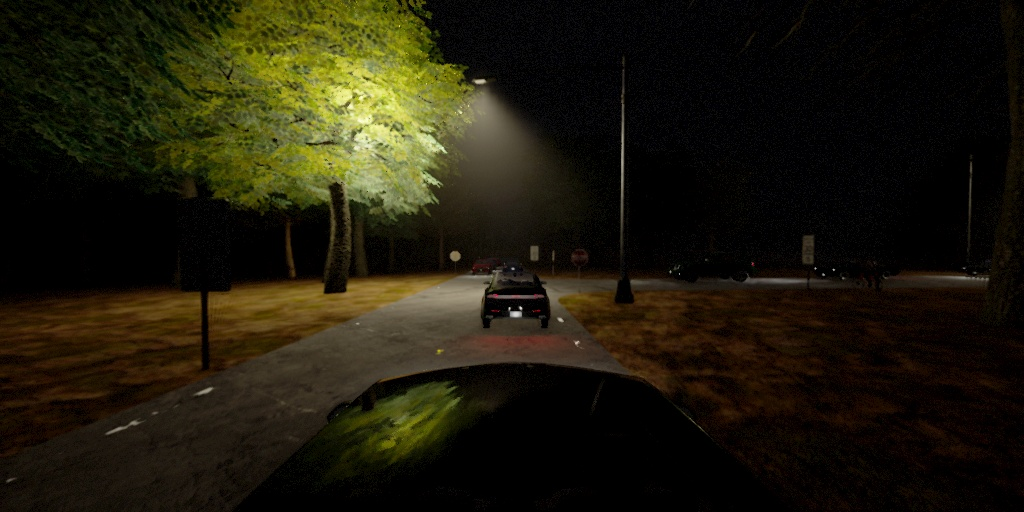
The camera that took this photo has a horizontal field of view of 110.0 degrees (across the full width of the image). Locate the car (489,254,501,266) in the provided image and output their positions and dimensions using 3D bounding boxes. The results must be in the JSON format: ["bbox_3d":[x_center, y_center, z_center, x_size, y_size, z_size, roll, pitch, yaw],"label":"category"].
[{"bbox_3d":[-3.032,0.744,60.382,2.150,2.045,5.566,0,0,0],"label":"car"}]

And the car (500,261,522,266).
[{"bbox_3d":[0.095,1.213,37.495,1.994,1.385,4.181,0,0,0],"label":"car"}]

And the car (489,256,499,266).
[{"bbox_3d":[-3.098,1.125,47.918,1.812,1.442,4.674,0,0,0],"label":"car"}]

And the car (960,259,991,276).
[{"bbox_3d":[35.807,0.817,25.897,5.357,1.411,2.033,0,2,-5],"label":"car"}]

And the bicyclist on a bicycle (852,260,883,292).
[{"bbox_3d":[18.543,1.022,18.737,0.582,1.620,1.656,-1,0,0],"label":"bicyclist on a bicycle"}]

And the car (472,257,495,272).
[{"bbox_3d":[-3.087,1.119,37.914,1.882,1.535,5.008,0,0,0],"label":"car"}]

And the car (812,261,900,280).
[{"bbox_3d":[24.079,0.981,25.236,4.718,1.301,1.895,-1,1,-1],"label":"car"}]

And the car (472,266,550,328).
[{"bbox_3d":[0.098,1.225,11.292,2.128,1.511,4.902,0,0,0],"label":"car"}]

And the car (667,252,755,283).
[{"bbox_3d":[13.949,0.731,25.257,5.566,2.045,2.150,-1,1,1],"label":"car"}]
